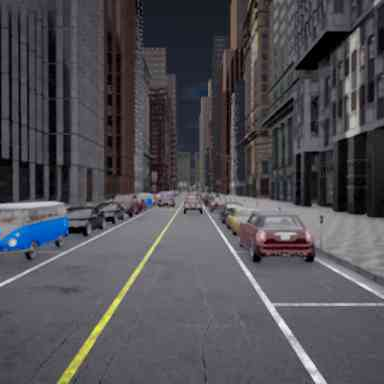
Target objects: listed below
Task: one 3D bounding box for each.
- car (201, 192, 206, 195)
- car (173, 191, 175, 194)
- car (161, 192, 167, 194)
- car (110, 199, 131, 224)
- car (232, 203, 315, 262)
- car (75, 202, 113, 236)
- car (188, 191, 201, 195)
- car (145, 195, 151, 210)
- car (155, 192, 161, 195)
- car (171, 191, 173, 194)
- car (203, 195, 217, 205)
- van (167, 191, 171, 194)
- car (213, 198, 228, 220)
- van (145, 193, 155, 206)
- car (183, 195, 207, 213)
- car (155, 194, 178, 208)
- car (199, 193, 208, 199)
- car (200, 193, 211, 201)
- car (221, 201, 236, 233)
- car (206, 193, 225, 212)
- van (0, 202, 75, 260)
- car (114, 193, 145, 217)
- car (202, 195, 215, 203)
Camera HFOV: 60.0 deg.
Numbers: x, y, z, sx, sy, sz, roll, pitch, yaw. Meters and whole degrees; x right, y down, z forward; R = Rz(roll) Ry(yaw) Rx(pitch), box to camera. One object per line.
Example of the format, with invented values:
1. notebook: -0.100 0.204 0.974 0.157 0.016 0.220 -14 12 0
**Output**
1. car: 2.755 0.981 45.551 2.192 1.841 5.009 0 0 0
2. car: -5.773 0.973 79.361 2.008 1.369 4.403 0 0 0
3. car: -5.771 1.024 56.815 1.967 1.590 4.097 0 0 0
4. car: -5.767 1.396 22.996 1.947 1.339 4.313 0 0 0
5. car: 2.758 1.353 11.734 1.967 1.590 4.097 0 0 0
6. car: -5.767 1.438 17.359 1.947 1.339 4.313 0 0 0
7. car: 0.011 0.989 49.373 2.097 1.767 4.553 0 0 0
8. car: -5.769 1.293 34.269 1.887 1.381 4.507 0 0 0
9. car: -5.770 1.106 45.541 1.967 1.590 4.097 0 0 0
10. car: -5.773 0.988 73.555 1.752 1.417 4.829 0 0 0
11. car: 2.755 1.169 51.189 1.887 1.381 4.507 0 0 0
12. van: -5.773 0.843 68.087 1.690 1.788 3.998 0 0 0
13. car: 2.758 1.381 23.008 2.008 1.369 4.403 0 0 0
14. van: -5.770 1.048 39.904 1.690 1.788 3.998 0 0 0
15. car: 0.098 1.301 33.439 2.033 1.411 5.357 0 0 0
16. car: -3.087 1.262 41.154 1.994 1.385 4.181 0 0 0
17. car: 2.752 0.988 79.369 1.947 1.339 4.313 0 0 0
18. car: 2.753 0.942 68.095 1.967 1.590 4.097 0 0 0
19. car: 2.758 1.396 17.541 1.752 1.417 4.829 0 0 0
20. car: 2.756 1.188 34.278 1.967 1.590 4.097 0 0 0
21. van: -5.767 1.254 11.721 1.690 1.788 3.998 0 0 0
22. car: -5.769 1.104 28.630 2.192 1.841 5.009 0 0 0
23. car: 2.754 1.149 56.825 1.947 1.339 4.313 0 0 0
